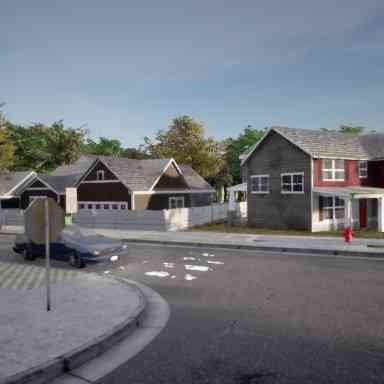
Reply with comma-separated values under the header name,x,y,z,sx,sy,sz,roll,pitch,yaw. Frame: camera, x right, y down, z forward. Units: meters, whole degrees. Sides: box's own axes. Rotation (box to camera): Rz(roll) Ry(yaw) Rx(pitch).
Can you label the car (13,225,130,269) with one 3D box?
name,x,y,z,sx,sy,sz,roll,pitch,yaw
car,-5.030,2.062,13.404,5.357,1.411,2.033,-2,0,33
